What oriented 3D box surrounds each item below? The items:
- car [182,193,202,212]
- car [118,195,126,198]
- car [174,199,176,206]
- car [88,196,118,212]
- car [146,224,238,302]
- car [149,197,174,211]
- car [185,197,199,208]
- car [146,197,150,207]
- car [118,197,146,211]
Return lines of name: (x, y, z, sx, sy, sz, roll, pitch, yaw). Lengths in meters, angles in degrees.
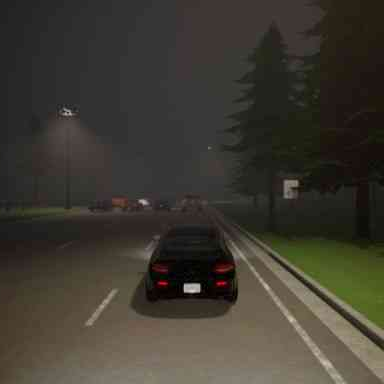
car: (0.007, 1.168, 38.766, 2.150, 2.045, 5.566, 0, 0, 0)
car: (-10.491, 1.284, 49.128, 2.097, 1.767, 4.553, 0, 0, 0)
car: (-3.491, 1.409, 49.157, 1.882, 1.535, 5.008, 0, 0, 0)
car: (-10.493, 1.494, 38.738, 2.033, 1.411, 5.357, 0, 0, 0)
car: (0.002, 1.514, 8.123, 1.812, 1.442, 4.674, 0, 0, 0)
car: (-3.492, 1.509, 39.154, 1.994, 1.385, 4.181, 0, 0, 0)
car: (0.009, 1.479, 49.156, 2.033, 1.411, 5.357, 0, 0, 0)
car: (-6.991, 1.457, 49.157, 1.812, 1.442, 4.674, 0, 0, 0)
car: (-6.992, 1.546, 39.184, 1.895, 1.301, 4.718, 0, 0, 0)
